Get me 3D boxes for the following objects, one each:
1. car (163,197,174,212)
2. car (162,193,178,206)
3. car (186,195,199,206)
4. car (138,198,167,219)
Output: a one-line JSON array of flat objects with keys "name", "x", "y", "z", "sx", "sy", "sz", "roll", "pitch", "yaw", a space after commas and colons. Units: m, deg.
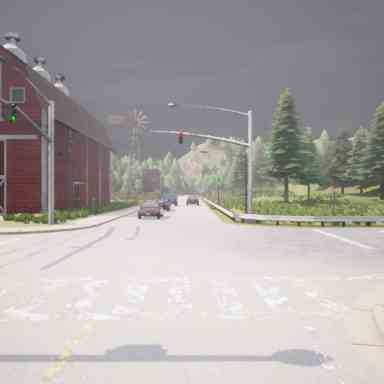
[{"name": "car", "x": -3.526, "y": 1.600, "z": 39.292, "sx": 1.895, "sy": 1.301, "sz": 4.718, "roll": 0, "pitch": 0, "yaw": 0}, {"name": "car", "x": -3.483, "y": 1.220, "z": 53.719, "sx": 2.150, "sy": 2.045, "sz": 5.566, "roll": 0, "pitch": 0, "yaw": 0}, {"name": "car", "x": 0.105, "y": 1.351, "z": 55.591, "sx": 2.097, "sy": 1.767, "sz": 4.553, "roll": 0, "pitch": 0, "yaw": 0}, {"name": "car", "x": -3.545, "y": 1.525, "z": 29.186, "sx": 1.812, "sy": 1.442, "sz": 4.674, "roll": 0, "pitch": 0, "yaw": 0}]
